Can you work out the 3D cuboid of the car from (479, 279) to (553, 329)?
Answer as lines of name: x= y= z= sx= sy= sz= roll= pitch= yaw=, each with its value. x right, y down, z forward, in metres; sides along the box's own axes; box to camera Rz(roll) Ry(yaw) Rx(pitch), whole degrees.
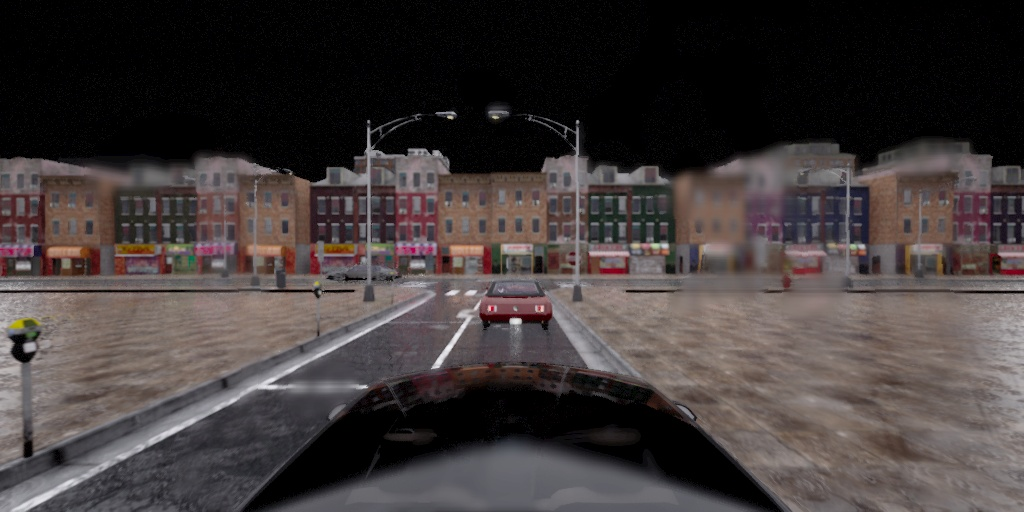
car: x=0.100 y=1.362 z=11.301 sx=1.895 sy=1.301 sz=4.718 roll=0 pitch=0 yaw=0

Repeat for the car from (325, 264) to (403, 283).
car: x=-11.249 y=1.300 z=27.511 sx=5.357 sy=1.411 sz=2.033 roll=0 pitch=0 yaw=-4
